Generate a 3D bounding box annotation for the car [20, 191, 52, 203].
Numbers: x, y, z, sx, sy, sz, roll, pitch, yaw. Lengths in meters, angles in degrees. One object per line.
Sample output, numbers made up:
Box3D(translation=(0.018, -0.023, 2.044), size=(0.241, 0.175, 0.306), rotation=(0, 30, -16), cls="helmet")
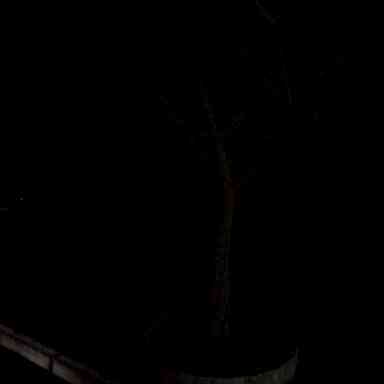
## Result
Box3D(translation=(-19.544, 0.919, 41.589), size=(2.150, 2.045, 5.566), rotation=(1, 1, 32), cls="car")
